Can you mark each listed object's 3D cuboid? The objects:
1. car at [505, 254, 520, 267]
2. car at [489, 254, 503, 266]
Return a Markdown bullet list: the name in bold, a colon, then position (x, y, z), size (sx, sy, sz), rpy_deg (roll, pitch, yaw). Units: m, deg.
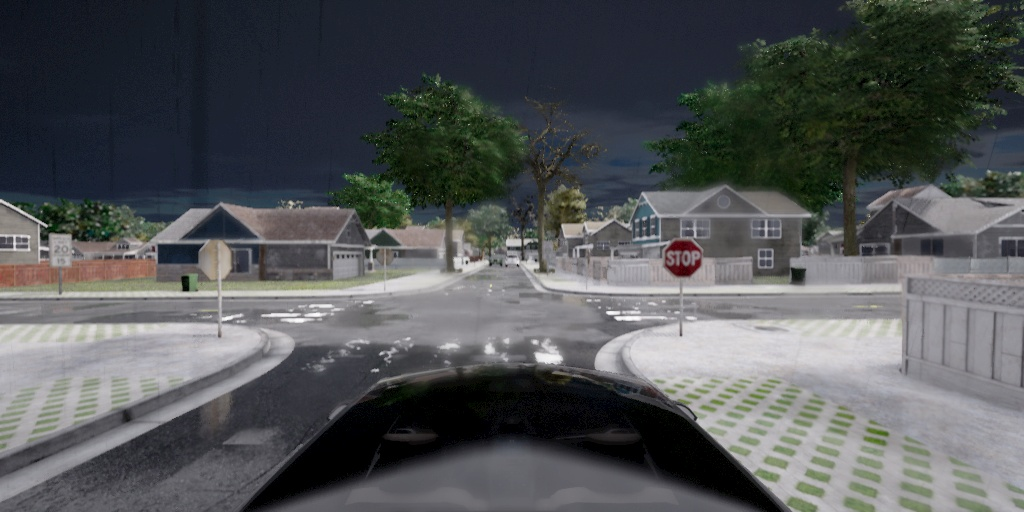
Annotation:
- **car**: position (0.044, 0.718, 56.988), size (2.150, 2.045, 5.566), rpy_deg (0, 0, 0)
- **car**: position (-2.703, 0.698, 61.100), size (2.150, 2.045, 5.566), rpy_deg (0, 0, 0)
